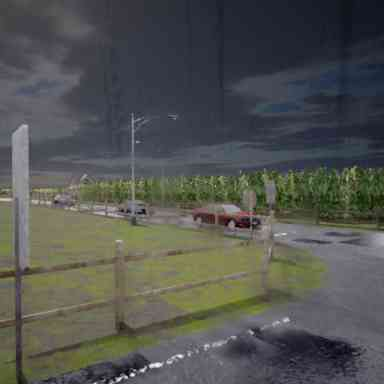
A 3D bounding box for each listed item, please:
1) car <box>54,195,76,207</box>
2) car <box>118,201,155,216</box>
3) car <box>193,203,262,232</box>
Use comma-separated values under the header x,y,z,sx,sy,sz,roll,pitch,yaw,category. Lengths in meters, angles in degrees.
x,y,z,sx,sy,sz,roll,pitch,yaw,category
-18.349,1.187,48.022,2.097,1.767,4.553,-1,1,-36,car
-5.068,1.481,30.033,1.994,1.385,4.181,-1,1,-37,car
2.048,1.438,20.392,1.882,1.535,5.008,-1,1,-35,car
